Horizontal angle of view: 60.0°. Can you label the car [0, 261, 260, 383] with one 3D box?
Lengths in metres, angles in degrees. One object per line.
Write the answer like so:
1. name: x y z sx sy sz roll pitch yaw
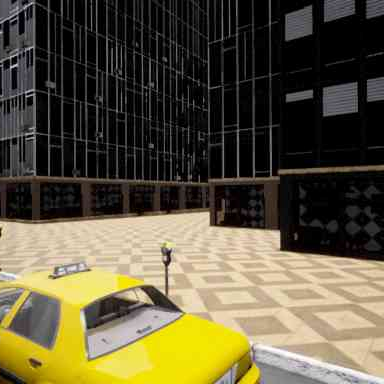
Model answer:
1. car: -1.637 1.526 4.033 4.829 1.417 1.752 0 0 35
